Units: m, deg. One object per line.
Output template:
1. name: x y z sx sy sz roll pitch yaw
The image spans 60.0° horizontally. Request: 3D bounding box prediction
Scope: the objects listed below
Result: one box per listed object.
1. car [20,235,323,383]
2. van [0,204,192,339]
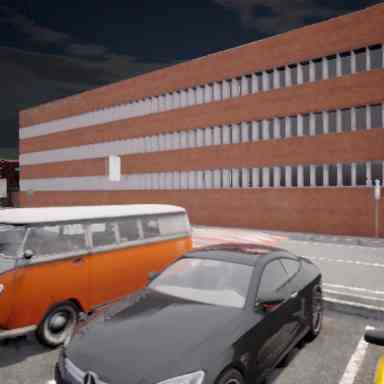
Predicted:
1. car: 0.476 1.520 4.657 2.002 1.452 4.674 0 0 36
2. van: -1.893 1.254 6.201 1.878 1.987 4.442 0 0 36
